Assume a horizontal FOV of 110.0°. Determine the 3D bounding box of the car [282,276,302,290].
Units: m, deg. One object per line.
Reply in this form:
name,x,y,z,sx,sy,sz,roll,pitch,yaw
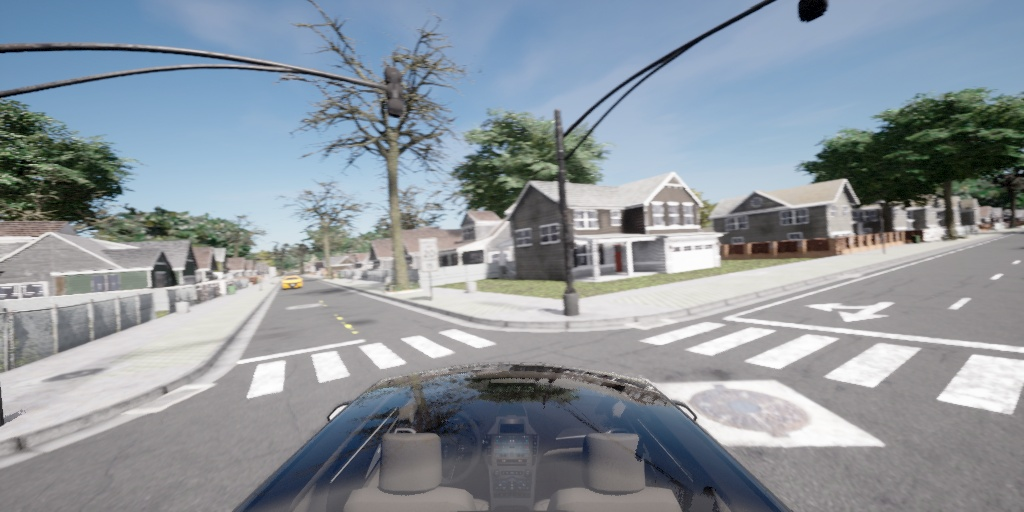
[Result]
car,-26.444,3.163,43.141,1.882,1.535,5.008,-4,0,-32
